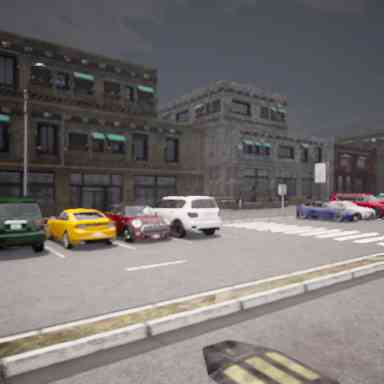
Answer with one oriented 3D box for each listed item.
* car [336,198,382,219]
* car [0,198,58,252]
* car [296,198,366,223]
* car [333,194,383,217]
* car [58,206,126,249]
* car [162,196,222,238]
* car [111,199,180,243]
[{"bbox_3d":[12.738,1.498,27.768,2.002,1.452,4.674,0,0,-36],"label":"car"},{"bbox_3d":[-7.461,1.260,13.343,2.435,2.045,5.566,0,0,-36],"label":"car"},{"bbox_3d":[10.514,1.497,26.137,2.163,1.488,4.792,0,0,-36],"label":"car"},{"bbox_3d":[14.999,1.196,29.348,2.435,2.045,5.566,0,0,-36],"label":"car"},{"bbox_3d":[-5.097,1.508,14.993,2.097,1.535,5.008,0,0,-36],"label":"car"},{"bbox_3d":[-0.732,1.250,18.159,2.435,2.045,5.566,0,0,-36],"label":"car"},{"bbox_3d":[-2.876,1.379,16.627,2.185,1.767,4.553,0,0,-36],"label":"car"}]
